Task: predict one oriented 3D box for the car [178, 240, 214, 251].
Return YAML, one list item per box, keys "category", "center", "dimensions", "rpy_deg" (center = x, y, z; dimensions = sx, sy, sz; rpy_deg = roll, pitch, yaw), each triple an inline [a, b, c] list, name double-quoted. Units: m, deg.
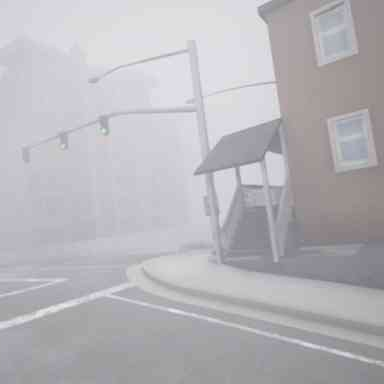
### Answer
- category: "car"
  center: [0.605, 5.311, 31.839]
  dimensions: [1.812, 1.442, 4.674]
  rpy_deg: [-10, -18, 35]
